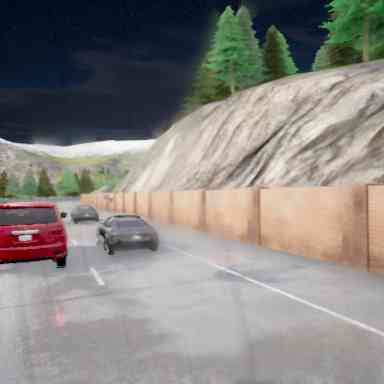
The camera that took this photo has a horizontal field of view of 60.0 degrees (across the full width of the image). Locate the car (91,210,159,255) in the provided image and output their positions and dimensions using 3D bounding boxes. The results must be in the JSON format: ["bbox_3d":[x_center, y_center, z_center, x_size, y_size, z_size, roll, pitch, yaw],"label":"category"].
[{"bbox_3d":[-2.847,1.650,13.981,1.994,1.385,4.181,-1,0,-24],"label":"car"}]

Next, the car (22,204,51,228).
[{"bbox_3d":[-12.163,1.764,26.161,1.837,1.490,4.892,-1,0,-24],"label":"car"}]

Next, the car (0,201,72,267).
[{"bbox_3d":[-5.548,1.337,11.407,2.150,2.045,5.566,-1,0,-24],"label":"car"}]

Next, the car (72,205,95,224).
[{"bbox_3d":[-8.989,1.783,27.641,1.994,1.385,4.181,-1,0,-24],"label":"car"}]
